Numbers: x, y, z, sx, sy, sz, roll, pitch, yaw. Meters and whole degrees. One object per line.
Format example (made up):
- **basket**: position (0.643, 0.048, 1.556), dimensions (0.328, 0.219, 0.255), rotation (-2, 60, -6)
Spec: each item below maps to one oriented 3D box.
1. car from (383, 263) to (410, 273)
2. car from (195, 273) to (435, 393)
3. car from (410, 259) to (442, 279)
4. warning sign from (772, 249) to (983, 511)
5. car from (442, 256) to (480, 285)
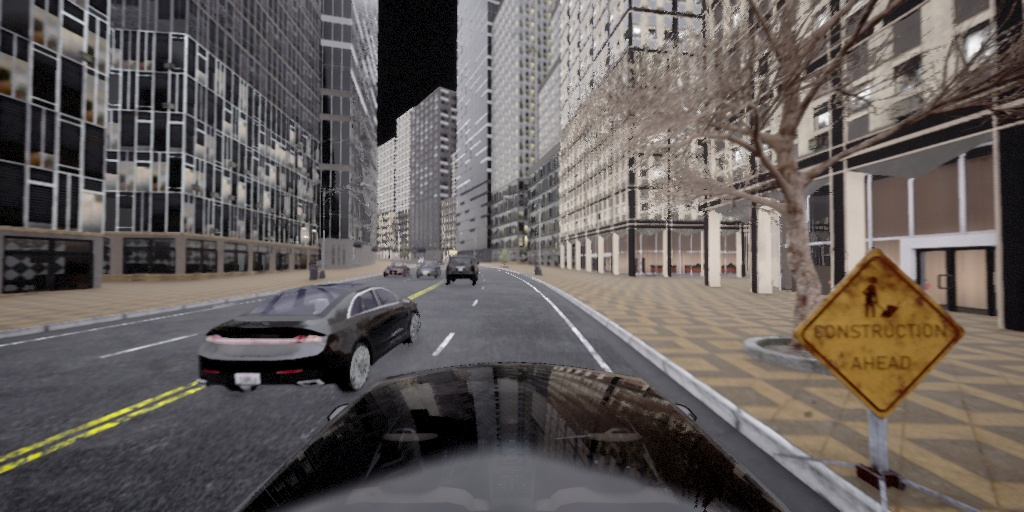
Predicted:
- **car**: position (-11.076, 1.329, 34.756), dimensions (1.994, 1.385, 4.181), rotation (0, 0, -6)
- **car**: position (-3.120, 1.244, 6.685), dimensions (2.128, 1.511, 4.902), rotation (0, 0, 0)
- **car**: position (-7.636, 1.268, 33.064), dimensions (2.128, 1.511, 4.902), rotation (0, 0, -6)
- **warning sign**: position (2.844, 0.872, 2.772), dimensions (1.300, 1.860, 1.060), rotation (0, 0, 1)
- **car**: position (-3.671, 1.005, 26.995), dimensions (2.150, 2.045, 5.566), rotation (0, 0, -4)
